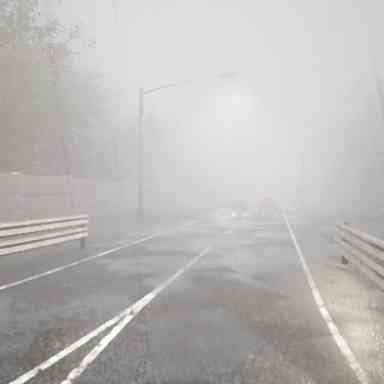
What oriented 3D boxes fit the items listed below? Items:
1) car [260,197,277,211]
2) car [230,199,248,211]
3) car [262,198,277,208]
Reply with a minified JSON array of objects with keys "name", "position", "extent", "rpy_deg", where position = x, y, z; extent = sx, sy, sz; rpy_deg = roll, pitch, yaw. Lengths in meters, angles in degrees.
[{"name":"car","position":[9.996,1.548,43.325],"extent":[2.097,1.767,4.553],"rpy_deg":[0,0,14]},{"name":"car","position":[6.214,1.671,42.919],"extent":[1.812,1.442,4.674],"rpy_deg":[2,0,14]},{"name":"car","position":[12.329,1.723,52.609],"extent":[2.128,1.511,4.902],"rpy_deg":[0,0,14]}]
